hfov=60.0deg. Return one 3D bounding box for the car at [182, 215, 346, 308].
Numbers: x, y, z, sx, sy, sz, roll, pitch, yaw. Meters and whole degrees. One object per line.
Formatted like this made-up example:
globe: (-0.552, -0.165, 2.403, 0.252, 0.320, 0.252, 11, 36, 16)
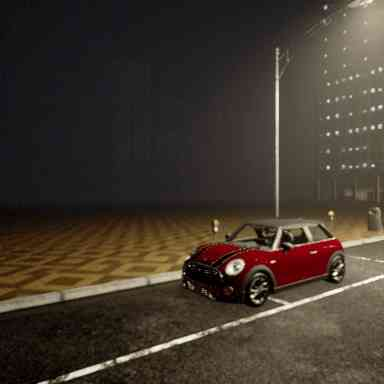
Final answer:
car: (1.751, 1.400, 7.799, 4.097, 1.590, 1.967, 0, 1, -35)
